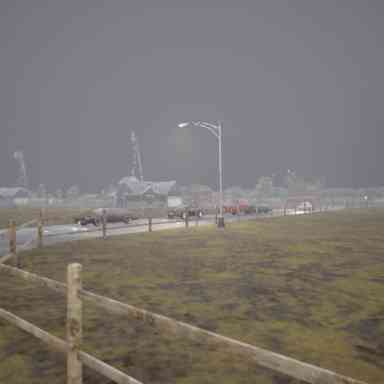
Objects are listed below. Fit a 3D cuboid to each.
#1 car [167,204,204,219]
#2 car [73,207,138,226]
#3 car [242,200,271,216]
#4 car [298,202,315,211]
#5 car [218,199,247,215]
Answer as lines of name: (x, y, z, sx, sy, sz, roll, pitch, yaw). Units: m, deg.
car: (-0.626, 2.013, 34.723, 1.837, 1.490, 4.892, -2, -2, 36)
car: (-6.648, 1.884, 26.309, 2.033, 1.411, 5.357, -2, -2, 36)
car: (8.436, 2.091, 41.037, 1.837, 1.490, 4.892, -2, -3, 36)
car: (19.406, 2.456, 56.360, 1.812, 1.442, 4.674, -2, -2, 36)
car: (5.568, 1.912, 43.383, 2.150, 2.045, 5.566, -2, -2, 36)
